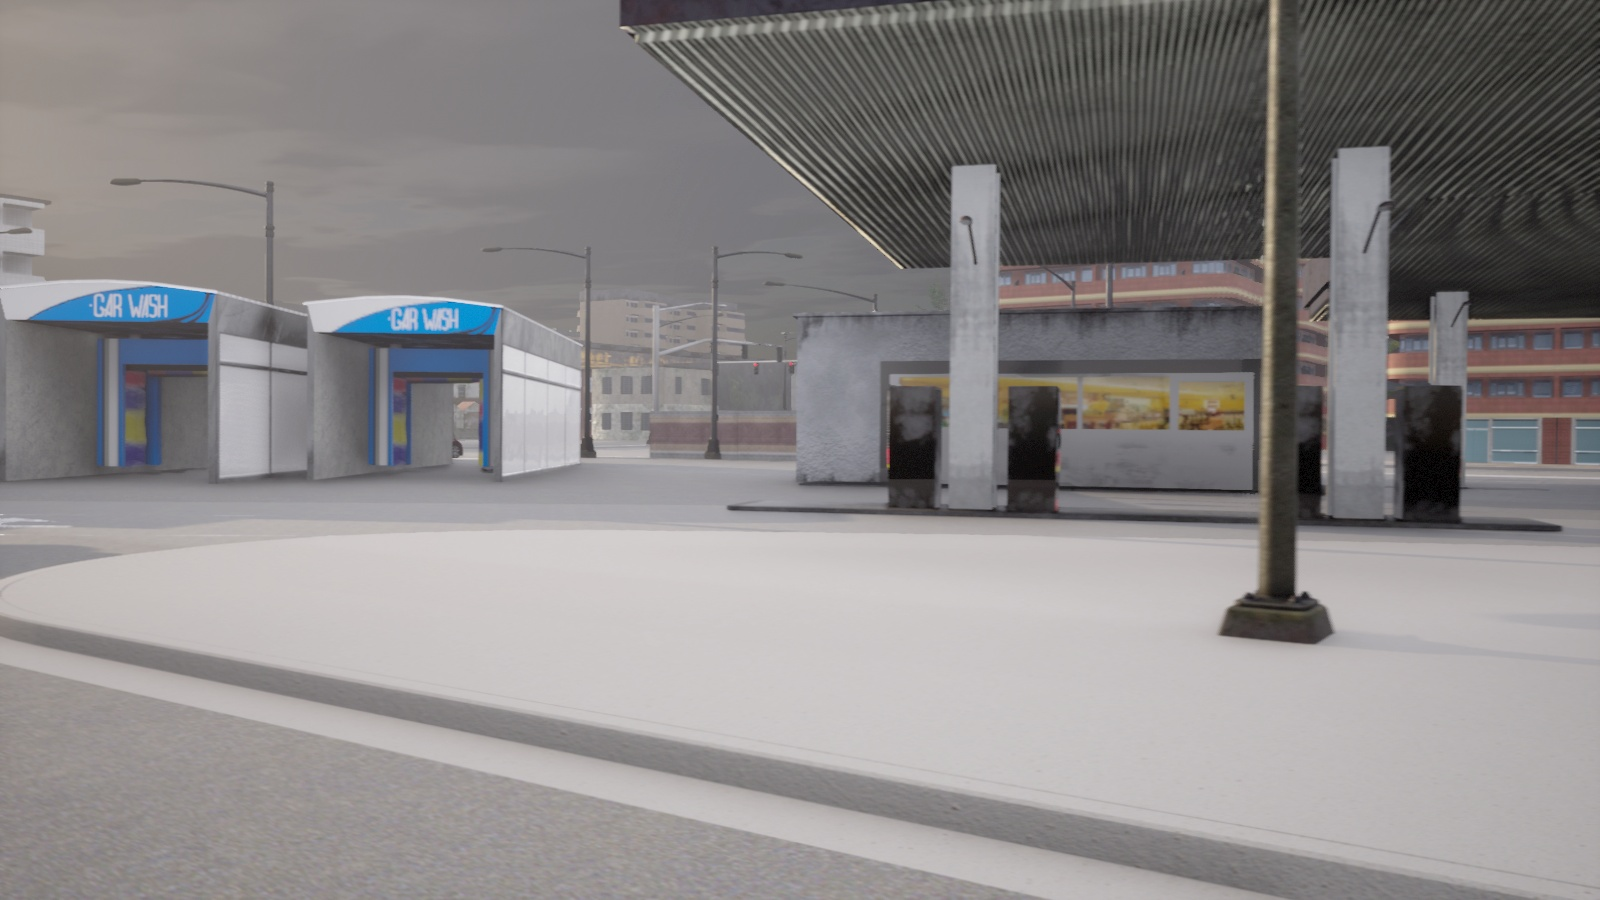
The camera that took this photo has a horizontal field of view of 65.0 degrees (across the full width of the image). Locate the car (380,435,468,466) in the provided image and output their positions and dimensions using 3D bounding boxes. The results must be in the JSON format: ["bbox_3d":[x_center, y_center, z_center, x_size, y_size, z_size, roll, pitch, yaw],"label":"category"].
[{"bbox_3d":[-18.742,0.009,62.747,1.970,1.475,3.806,0,1,33],"label":"car"}]
